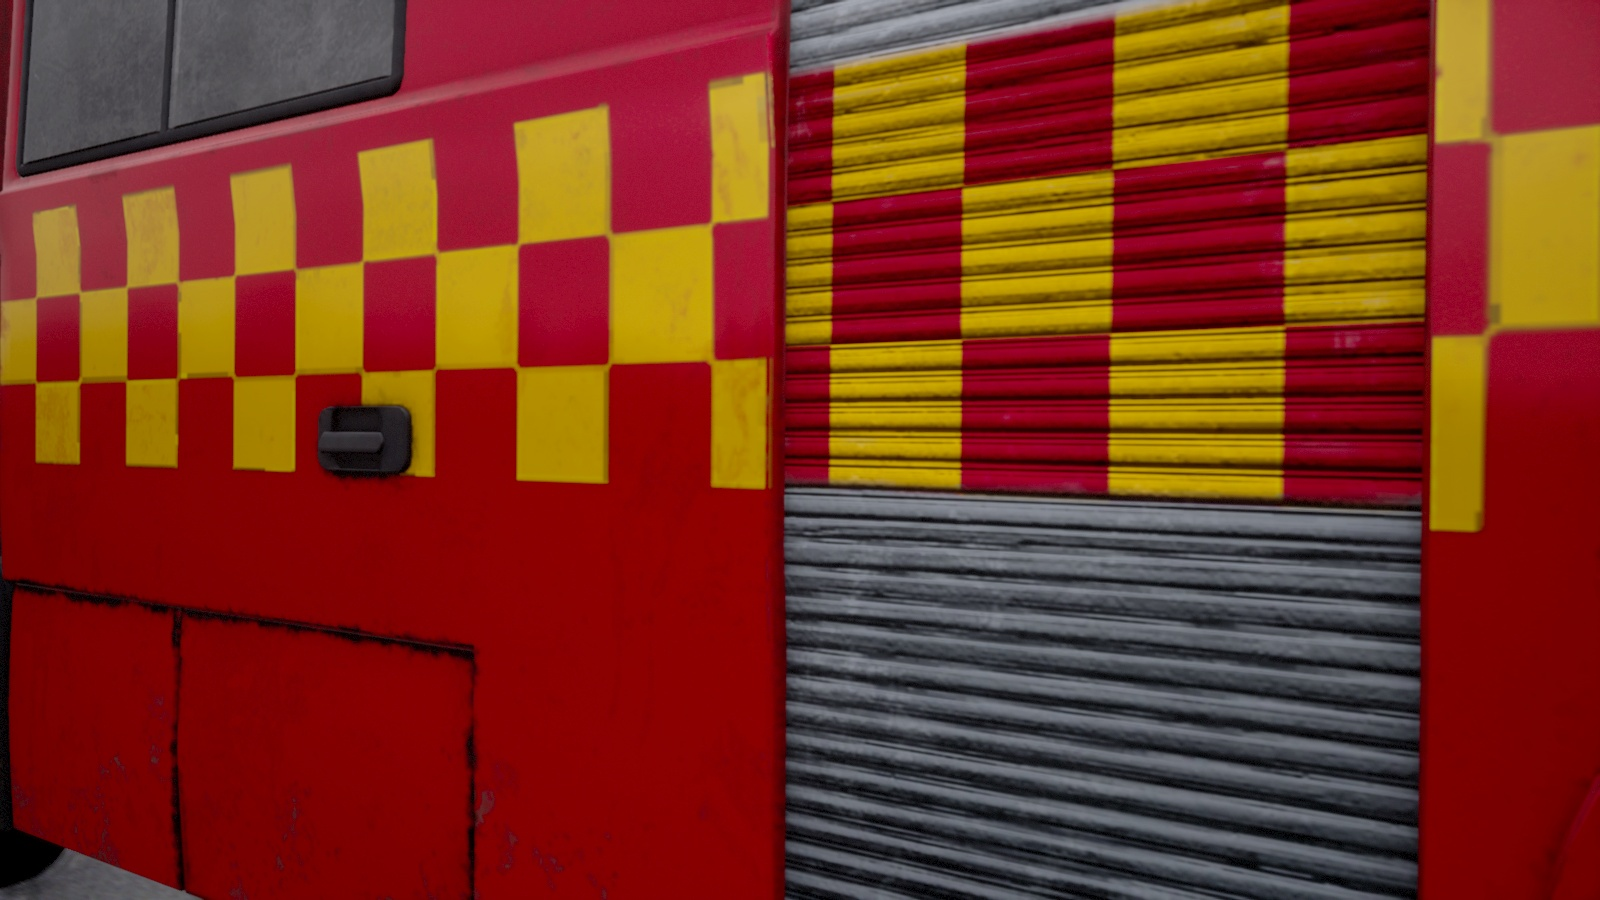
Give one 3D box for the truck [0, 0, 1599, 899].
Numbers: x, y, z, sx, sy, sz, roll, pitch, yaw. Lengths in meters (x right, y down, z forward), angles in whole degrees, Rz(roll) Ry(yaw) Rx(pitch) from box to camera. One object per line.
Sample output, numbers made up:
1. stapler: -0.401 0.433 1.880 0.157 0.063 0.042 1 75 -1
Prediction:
1. truck: -0.118 -0.477 3.679 8.468 3.827 2.891 0 1 34
